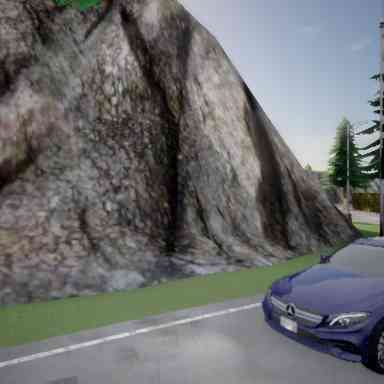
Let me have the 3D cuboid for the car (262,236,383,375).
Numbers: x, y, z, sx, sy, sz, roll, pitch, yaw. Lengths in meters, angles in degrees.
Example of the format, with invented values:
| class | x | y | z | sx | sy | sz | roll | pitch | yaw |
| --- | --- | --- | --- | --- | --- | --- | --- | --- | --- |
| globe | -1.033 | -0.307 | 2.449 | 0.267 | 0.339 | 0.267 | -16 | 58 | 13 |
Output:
| class | x | y | z | sx | sy | sz | roll | pitch | yaw |
| --- | --- | --- | --- | --- | --- | --- | --- | --- | --- |
| car | 3.355 | 1.526 | 5.597 | 4.674 | 1.442 | 1.812 | 0 | 0 | -28 |
